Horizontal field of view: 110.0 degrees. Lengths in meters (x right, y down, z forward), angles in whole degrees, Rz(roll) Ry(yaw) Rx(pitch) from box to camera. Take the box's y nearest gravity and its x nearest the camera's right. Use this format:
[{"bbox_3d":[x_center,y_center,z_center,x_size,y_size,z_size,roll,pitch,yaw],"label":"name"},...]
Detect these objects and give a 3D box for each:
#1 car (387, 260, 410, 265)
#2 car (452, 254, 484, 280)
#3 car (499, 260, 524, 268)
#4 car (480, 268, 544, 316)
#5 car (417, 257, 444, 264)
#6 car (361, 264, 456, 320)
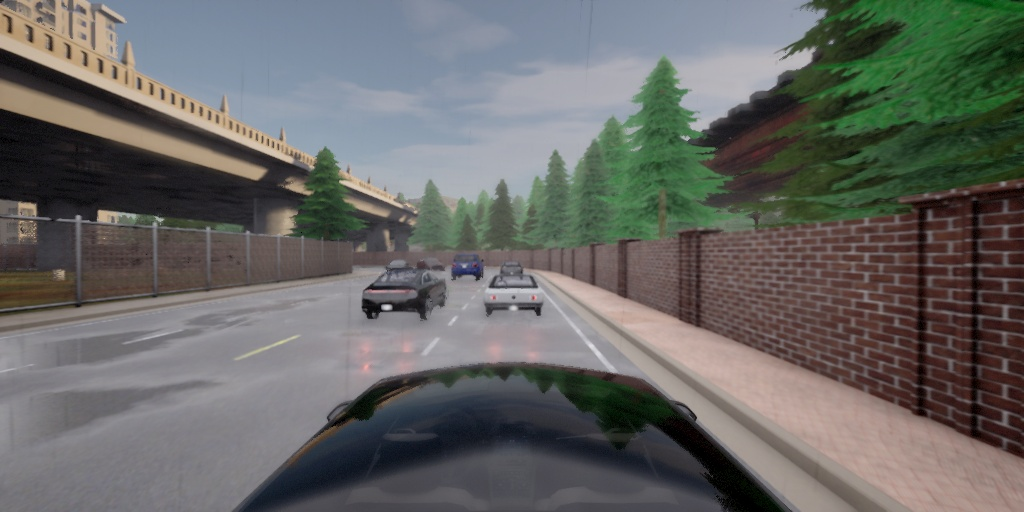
[{"bbox_3d":[-10.882,1.087,34.721,1.882,1.535,5.008,1,0,-9],"label":"car"},{"bbox_3d":[-3.516,0.848,28.998,2.150,2.045,5.566,0,0,0],"label":"car"},{"bbox_3d":[-0.029,1.108,29.975,2.128,1.511,4.902,0,0,0],"label":"car"},{"bbox_3d":[0.053,1.297,13.180,1.895,1.301,4.718,0,0,0],"label":"car"},{"bbox_3d":[-9.195,0.930,40.758,2.097,1.767,4.553,-1,0,-32],"label":"car"},{"bbox_3d":[-3.448,1.196,12.296,2.128,1.511,4.902,0,0,0],"label":"car"}]
